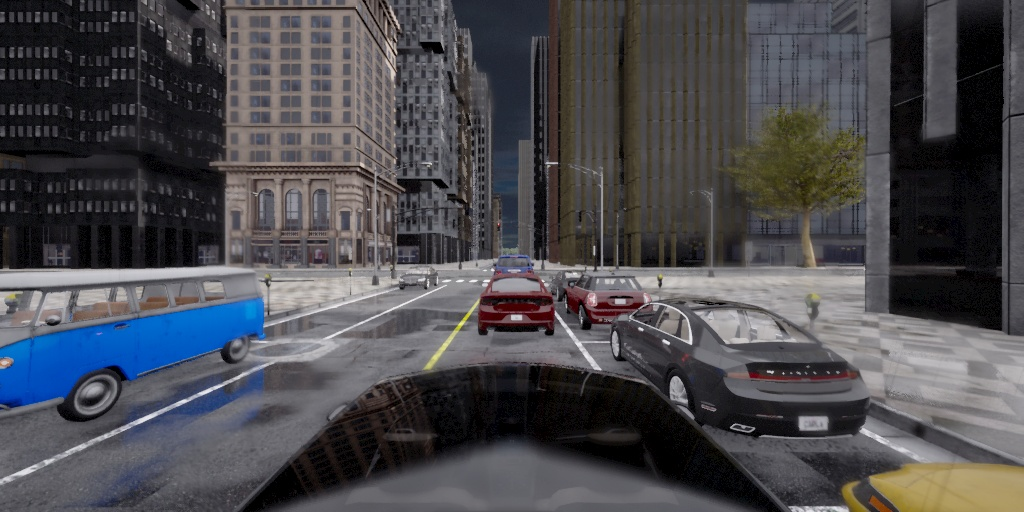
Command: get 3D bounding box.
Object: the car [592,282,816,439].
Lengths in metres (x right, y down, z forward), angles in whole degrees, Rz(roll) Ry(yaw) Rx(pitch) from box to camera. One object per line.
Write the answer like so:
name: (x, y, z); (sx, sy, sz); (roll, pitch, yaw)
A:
car: (2.769, 1.300, 5.467); (2.007, 1.370, 4.403); (0, 0, 0)

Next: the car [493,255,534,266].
car: (0.103, 0.967, 20.378); (2.150, 2.045, 5.566); (0, 0, 0)

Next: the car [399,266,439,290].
car: (-5.732, 1.296, 22.401); (2.007, 1.370, 4.403); (0, 0, 0)

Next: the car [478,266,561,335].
car: (0.106, 1.226, 10.494); (1.882, 1.535, 5.008); (0, 0, 0)

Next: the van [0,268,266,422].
van: (-5.756, 1.090, 5.478); (1.690, 1.789, 3.998); (0, 0, 0)

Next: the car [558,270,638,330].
car: (2.777, 1.188, 11.108); (1.967, 1.591, 4.097); (0, 0, 0)
